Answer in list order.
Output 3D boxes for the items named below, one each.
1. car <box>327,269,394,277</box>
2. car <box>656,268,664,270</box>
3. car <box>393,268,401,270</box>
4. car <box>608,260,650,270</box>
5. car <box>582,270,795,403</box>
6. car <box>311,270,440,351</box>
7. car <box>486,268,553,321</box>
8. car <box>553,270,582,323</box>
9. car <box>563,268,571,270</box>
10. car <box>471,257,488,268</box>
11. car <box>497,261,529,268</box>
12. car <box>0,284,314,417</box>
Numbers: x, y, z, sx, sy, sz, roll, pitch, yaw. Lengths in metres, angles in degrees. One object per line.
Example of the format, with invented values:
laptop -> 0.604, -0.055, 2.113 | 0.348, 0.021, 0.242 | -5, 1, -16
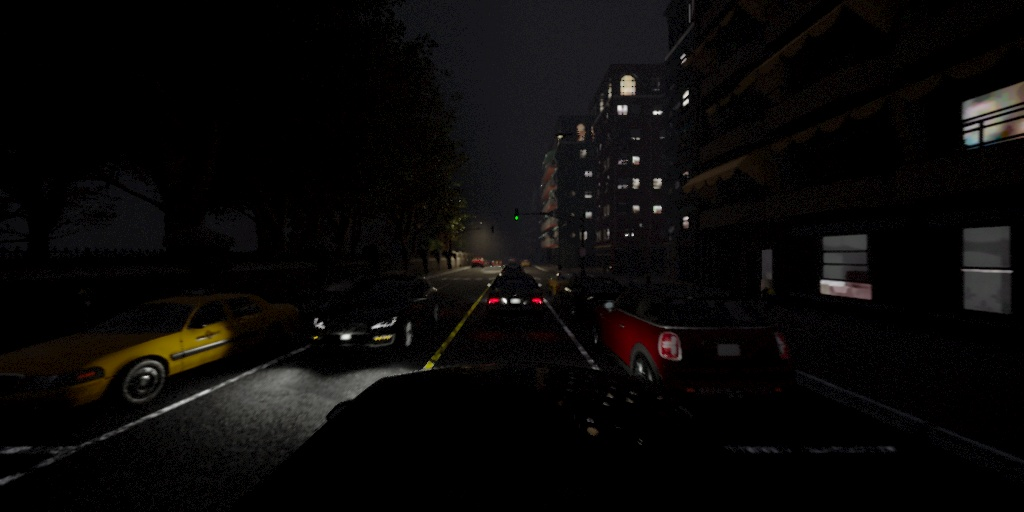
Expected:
car -> -5.698, 1.310, 12.002 | 2.007, 1.370, 4.403 | 0, 0, 0
car -> 20.255, 1.723, 44.655 | 4.507, 1.381, 1.888 | 0, 0, 0
car -> -5.703, 1.291, 17.463 | 1.751, 1.417, 4.829 | 0, 0, 0
car -> 14.560, 1.390, 44.631 | 5.009, 1.841, 2.192 | 0, 0, 0
car -> 2.687, 1.194, 6.380 | 1.967, 1.591, 4.097 | 0, 0, 0
car -> -3.104, 1.261, 9.124 | 1.837, 1.490, 4.892 | 0, 0, 0
car -> 0.091, 1.307, 12.497 | 2.033, 1.411, 5.357 | 0, 0, 0
car -> 2.683, 1.325, 12.010 | 1.948, 1.339, 4.313 | 0, 0, 0
car -> 2.677, 1.291, 17.811 | 1.751, 1.417, 4.829 | 0, 0, 0
car -> -5.743, 1.143, 61.198 | 2.192, 1.841, 5.009 | 0, 0, 0
car -> 0.078, 1.344, 29.207 | 1.994, 1.385, 4.181 | 0, 0, 0
car -> -5.693, 1.279, 6.202 | 1.751, 1.417, 4.829 | 0, 0, 0
